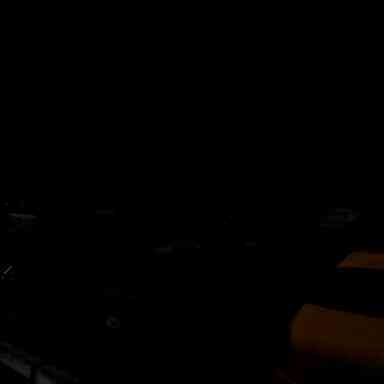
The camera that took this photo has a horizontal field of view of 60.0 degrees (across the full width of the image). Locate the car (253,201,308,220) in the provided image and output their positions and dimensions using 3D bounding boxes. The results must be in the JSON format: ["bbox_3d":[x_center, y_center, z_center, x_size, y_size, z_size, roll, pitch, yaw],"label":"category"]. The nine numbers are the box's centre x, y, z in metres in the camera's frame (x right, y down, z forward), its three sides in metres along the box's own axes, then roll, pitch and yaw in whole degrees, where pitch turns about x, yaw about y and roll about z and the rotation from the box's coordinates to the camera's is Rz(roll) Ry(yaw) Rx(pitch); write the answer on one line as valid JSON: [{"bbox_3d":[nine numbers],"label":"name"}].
[{"bbox_3d":[5.597,1.485,18.542,2.097,1.535,5.008,0,0,35],"label":"car"}]

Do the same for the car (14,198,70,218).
[{"bbox_3d":[-14.838,1.469,33.055,2.185,1.767,4.553,0,0,35],"label":"car"}]

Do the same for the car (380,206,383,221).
[{"bbox_3d":[10.121,1.220,15.295,2.435,2.045,5.566,0,0,35],"label":"car"}]

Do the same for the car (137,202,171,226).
[{"bbox_3d":[-1.225,1.546,23.365,2.163,1.488,4.792,0,0,35],"label":"car"}]

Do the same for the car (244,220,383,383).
[{"bbox_3d":[2.846,1.467,4.682,1.946,1.575,5.366,0,0,35],"label":"car"}]

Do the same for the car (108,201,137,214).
[{"bbox_3d":[-3.480,1.529,24.999,2.097,1.535,5.008,0,0,35],"label":"car"}]

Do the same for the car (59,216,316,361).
[{"bbox_3d":[0.454,1.475,6.149,2.097,1.535,5.008,0,0,35],"label":"car"}]

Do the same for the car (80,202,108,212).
[{"bbox_3d":[-5.855,1.538,26.468,1.946,1.575,5.366,0,0,35],"label":"car"}]

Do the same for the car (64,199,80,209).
[{"bbox_3d":[-8.018,1.594,28.232,2.002,1.452,4.674,0,0,35],"label":"car"}]

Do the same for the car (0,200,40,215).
[{"bbox_3d":[-19.350,1.673,36.316,2.002,1.452,4.674,-1,0,36],"label":"car"}]

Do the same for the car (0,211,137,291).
[{"bbox_3d":[-4.129,1.521,9.380,2.163,1.488,4.792,0,0,35],"label":"car"}]

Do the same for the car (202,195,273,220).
[{"bbox_3d":[3.312,1.242,20.139,2.435,2.045,5.566,0,0,35],"label":"car"}]

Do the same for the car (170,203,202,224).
[{"bbox_3d":[1.078,1.533,21.798,2.163,1.488,4.792,0,0,35],"label":"car"}]

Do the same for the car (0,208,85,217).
[{"bbox_3d":[-6.395,1.503,11.022,2.231,1.521,4.892,0,0,35],"label":"car"}]

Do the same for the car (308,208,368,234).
[{"bbox_3d":[7.767,1.517,17.002,2.002,1.452,4.674,0,0,35],"label":"car"}]

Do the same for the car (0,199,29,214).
[{"bbox_3d":[-21.617,1.656,37.938,2.097,1.535,5.008,-1,0,36],"label":"car"}]

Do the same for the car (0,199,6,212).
[{"bbox_3d":[-26.153,1.714,41.166,2.097,1.535,5.008,-1,-1,36],"label":"car"}]

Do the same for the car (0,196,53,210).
[{"bbox_3d":[-8.664,1.263,12.677,2.435,2.045,5.566,0,0,35],"label":"car"}]

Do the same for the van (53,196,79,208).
[{"bbox_3d":[-12.488,1.353,31.562,1.878,1.987,4.442,0,0,35],"label":"van"}]
